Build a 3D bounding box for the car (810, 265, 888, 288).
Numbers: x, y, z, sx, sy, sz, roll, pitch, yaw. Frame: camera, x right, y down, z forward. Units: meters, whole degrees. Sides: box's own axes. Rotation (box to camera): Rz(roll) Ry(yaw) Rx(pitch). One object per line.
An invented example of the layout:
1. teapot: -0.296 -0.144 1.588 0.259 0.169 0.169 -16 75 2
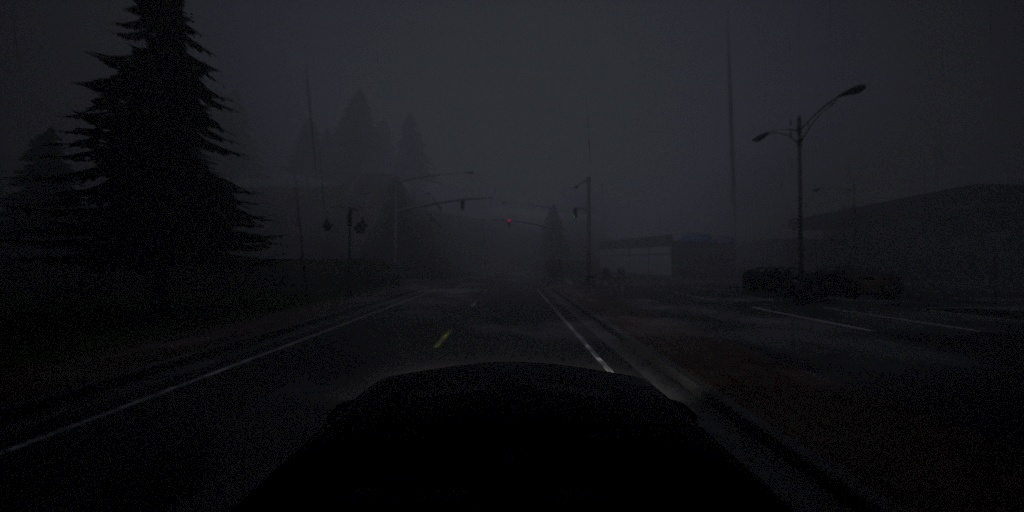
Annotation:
1. car: 29.691 1.742 31.683 4.674 1.442 1.812 1 -1 1
